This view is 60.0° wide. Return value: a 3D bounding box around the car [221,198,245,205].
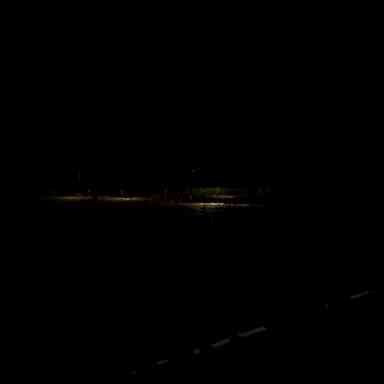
[{"bbox_3d":[8.058,1.810,65.750,2.033,1.411,5.357,-2,1,-36],"label":"car"}]
